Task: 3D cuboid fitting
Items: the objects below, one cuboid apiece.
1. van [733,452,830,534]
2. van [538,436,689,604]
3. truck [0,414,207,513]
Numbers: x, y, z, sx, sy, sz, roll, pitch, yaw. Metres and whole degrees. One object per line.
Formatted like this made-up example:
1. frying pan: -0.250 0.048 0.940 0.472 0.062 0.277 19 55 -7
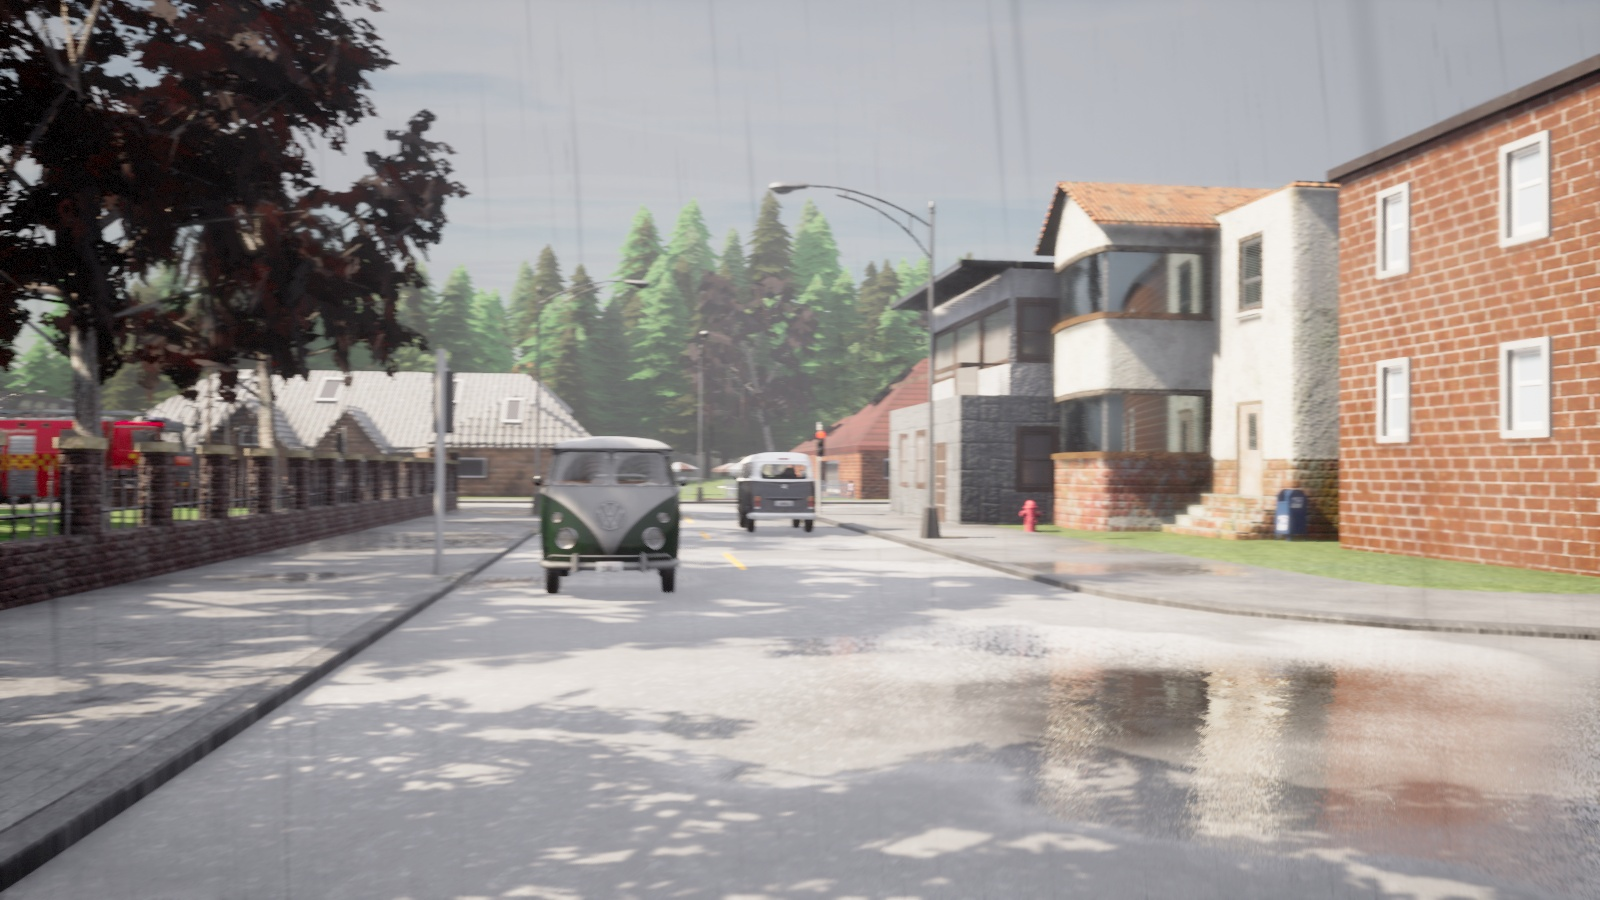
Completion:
1. van: -0.578 1.104 33.386 2.069 2.038 4.480 0 -1 -7
2. van: -2.499 0.863 17.147 1.775 1.987 4.442 0 -1 -8
3. truck: -28.607 0.550 50.079 8.468 3.827 2.891 0 -1 -9
